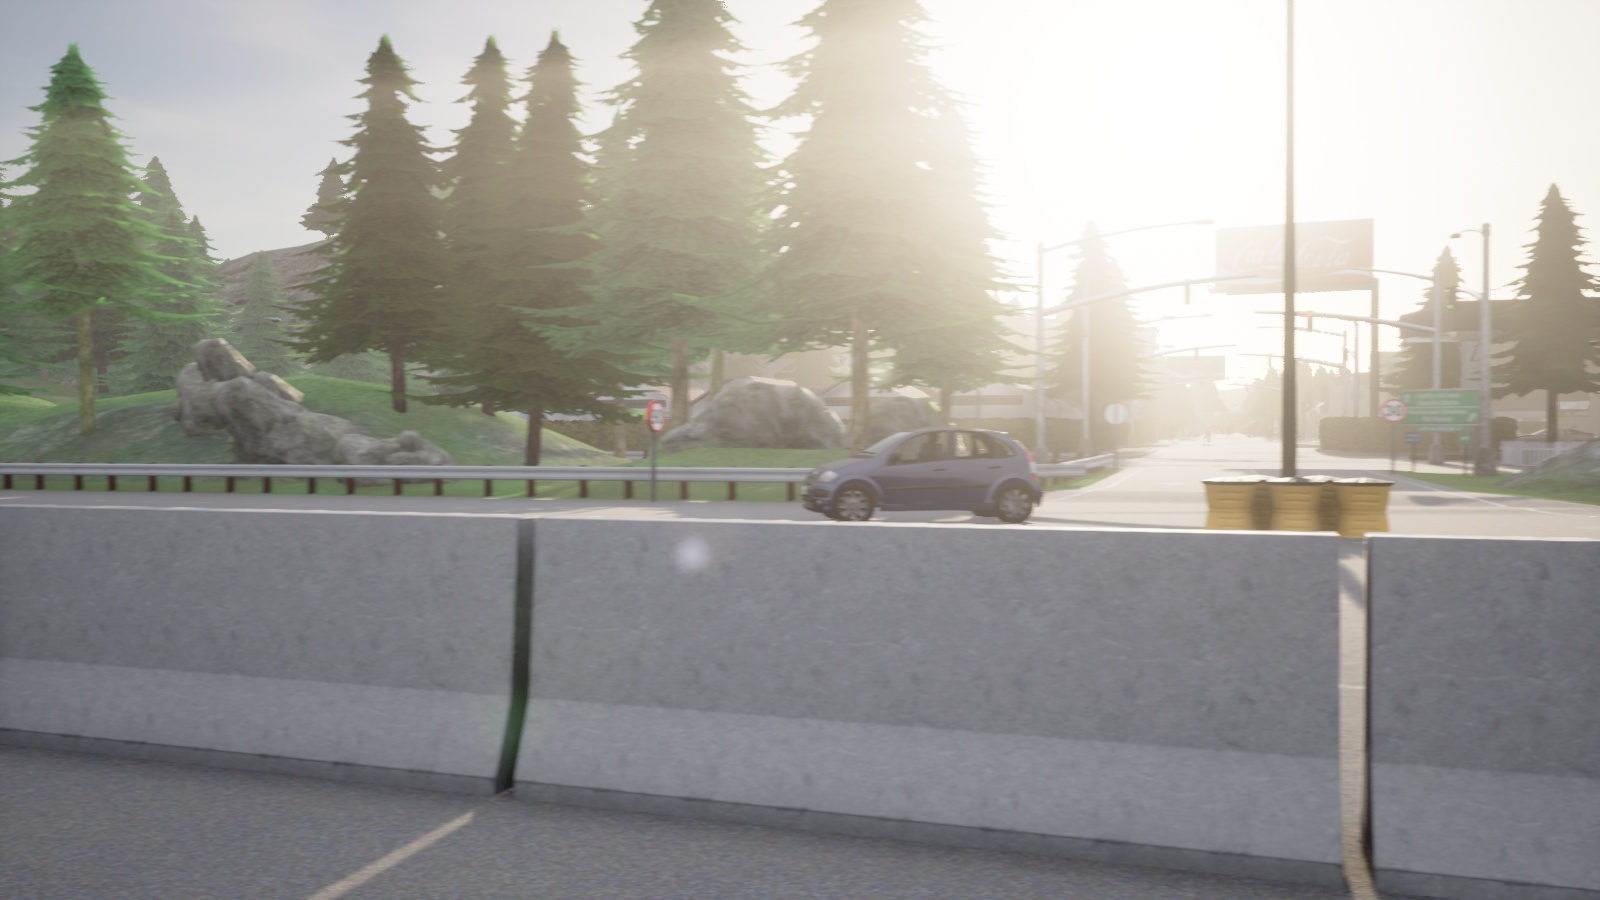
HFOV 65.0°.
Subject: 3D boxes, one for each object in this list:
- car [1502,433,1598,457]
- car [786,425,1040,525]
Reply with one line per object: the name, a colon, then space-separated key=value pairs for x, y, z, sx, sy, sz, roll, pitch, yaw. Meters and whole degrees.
car: x=47.972 y=-0.329 z=80.446 sx=4.902 sy=1.511 sz=2.128 roll=0 pitch=1 yaw=19
car: x=1.871 y=0.388 z=21.461 sx=3.988 sy=1.617 sz=1.851 roll=0 pitch=1 yaw=-9
